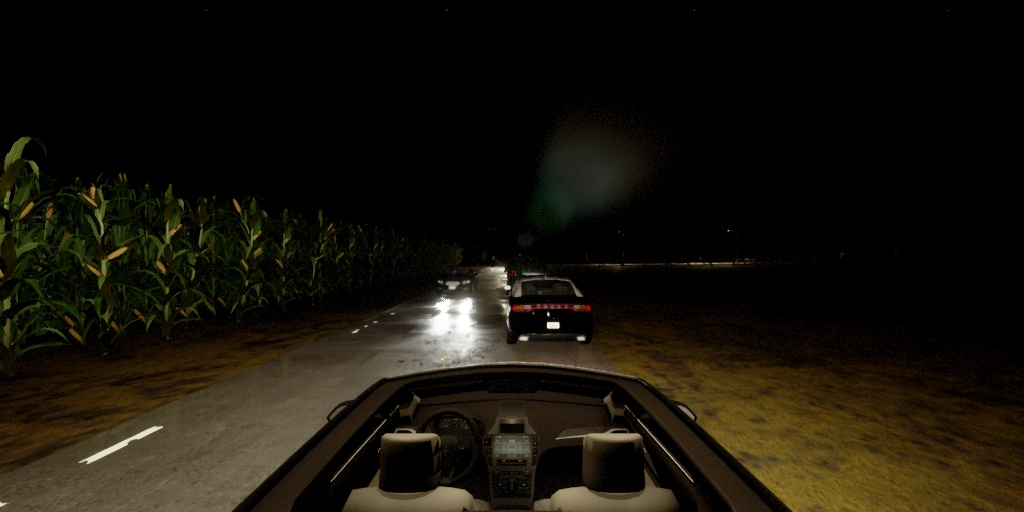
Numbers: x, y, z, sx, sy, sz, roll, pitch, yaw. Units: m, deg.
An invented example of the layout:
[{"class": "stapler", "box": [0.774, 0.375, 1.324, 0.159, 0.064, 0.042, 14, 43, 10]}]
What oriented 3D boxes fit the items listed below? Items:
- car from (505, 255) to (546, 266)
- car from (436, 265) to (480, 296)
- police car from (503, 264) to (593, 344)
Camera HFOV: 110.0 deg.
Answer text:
[{"class": "car", "box": [0.807, 0.994, 19.639, 2.150, 2.045, 5.566, 0, 0, 0]}, {"class": "car", "box": [-2.867, 1.261, 19.688, 2.128, 1.511, 4.902, 0, 0, 0]}, {"class": "police car", "box": [0.817, 1.179, 9.717, 1.930, 1.638, 5.238, 0, 0, 0]}]
